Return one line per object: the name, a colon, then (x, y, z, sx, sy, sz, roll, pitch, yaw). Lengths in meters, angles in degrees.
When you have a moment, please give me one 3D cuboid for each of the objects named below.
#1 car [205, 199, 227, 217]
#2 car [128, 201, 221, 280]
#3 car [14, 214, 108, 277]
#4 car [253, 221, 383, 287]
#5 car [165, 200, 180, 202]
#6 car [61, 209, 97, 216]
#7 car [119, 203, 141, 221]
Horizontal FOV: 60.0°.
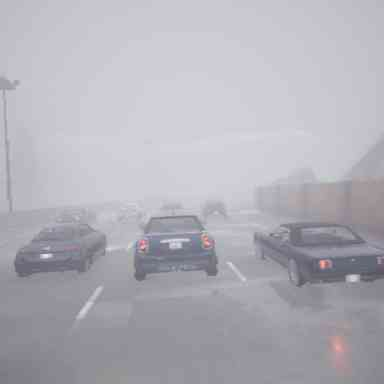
car: (1.821, 1.339, 28.424, 1.837, 1.490, 4.892, -3, 1, -1)
car: (-0.561, 1.343, 10.289, 2.097, 1.767, 4.553, -3, 0, -4)
car: (-4.114, 1.709, 11.044, 1.994, 1.385, 4.181, -3, 0, -4)
car: (3.059, 1.439, 8.871, 1.895, 1.301, 4.718, -3, 0, -4)
car: (-1.680, 1.458, 29.781, 1.882, 1.535, 5.008, -3, 0, 0)
car: (-8.570, 1.897, 25.068, 1.895, 1.301, 4.718, -3, 0, -2)
car: (-5.161, 1.661, 28.945, 1.812, 1.442, 4.674, -3, 0, 0)
